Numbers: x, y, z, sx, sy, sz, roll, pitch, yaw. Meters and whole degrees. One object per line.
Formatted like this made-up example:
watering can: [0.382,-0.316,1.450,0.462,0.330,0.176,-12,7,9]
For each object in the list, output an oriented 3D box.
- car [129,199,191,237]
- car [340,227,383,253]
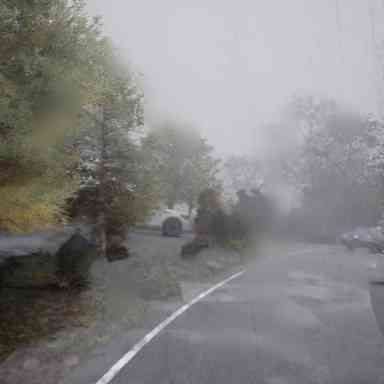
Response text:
car: [-2.819,1.147,17.712,5.566,2.045,2.150,6,-5,-9]
car: [10.476,2.733,18.889,5.357,1.411,2.033,10,-10,-39]
